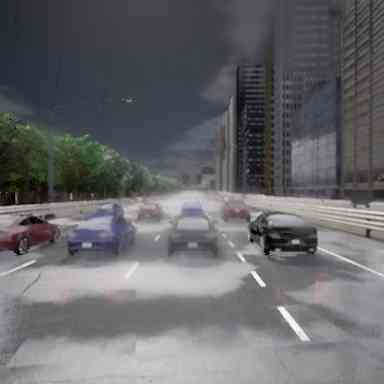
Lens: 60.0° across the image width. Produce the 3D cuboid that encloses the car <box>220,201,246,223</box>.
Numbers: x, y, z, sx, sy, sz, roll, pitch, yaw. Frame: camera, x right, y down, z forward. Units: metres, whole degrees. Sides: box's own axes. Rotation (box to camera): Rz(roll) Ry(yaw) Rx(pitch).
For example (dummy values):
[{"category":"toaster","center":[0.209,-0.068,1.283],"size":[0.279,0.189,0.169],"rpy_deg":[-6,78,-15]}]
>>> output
[{"category":"car","center":[3.512,1.502,27.536],"size":[2.097,1.767,4.553],"rpy_deg":[0,0,0]}]

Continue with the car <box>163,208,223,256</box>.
[{"category":"car","center":[0.044,1.593,13.304],"size":[1.812,1.442,4.674],"rpy_deg":[0,0,0]}]

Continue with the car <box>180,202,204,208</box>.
[{"category":"car","center":[0.015,1.636,28.802],"size":[1.882,1.535,5.008],"rpy_deg":[0,0,0]}]

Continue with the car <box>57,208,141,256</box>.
[{"category":"car","center":[-3.457,1.593,13.293],"size":[1.812,1.442,4.674],"rpy_deg":[0,0,0]}]

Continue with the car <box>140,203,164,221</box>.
[{"category":"car","center":[-3.487,1.681,28.344],"size":[1.812,1.442,4.674],"rpy_deg":[0,0,0]}]

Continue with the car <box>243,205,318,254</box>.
[{"category":"car","center":[3.545,1.548,13.771],"size":[1.882,1.535,5.008],"rpy_deg":[0,0,0]}]

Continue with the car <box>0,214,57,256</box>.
[{"category":"car","center":[-6.955,1.593,13.293],"size":[1.812,1.442,4.674],"rpy_deg":[0,0,0]}]

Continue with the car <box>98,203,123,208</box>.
[{"category":"car","center":[-6.986,1.682,28.349],"size":[1.812,1.442,4.674],"rpy_deg":[0,0,0]}]
